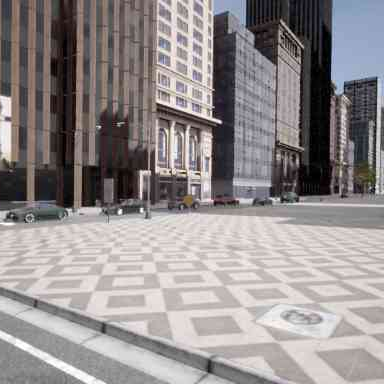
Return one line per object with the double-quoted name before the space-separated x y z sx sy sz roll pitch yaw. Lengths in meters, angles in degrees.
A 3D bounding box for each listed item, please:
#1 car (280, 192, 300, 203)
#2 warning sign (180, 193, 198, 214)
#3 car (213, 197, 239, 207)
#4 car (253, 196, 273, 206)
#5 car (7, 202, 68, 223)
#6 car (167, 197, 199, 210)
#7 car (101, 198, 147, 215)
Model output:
"car" 17.930 0.992 60.891 2.150 2.045 5.566 1 1 34
"warning sign" -0.255 1.077 30.676 1.300 1.860 1.060 1 1 35
"car" 4.955 1.395 48.044 1.895 1.301 4.718 1 1 36
"car" 10.847 1.350 50.887 1.812 1.442 4.674 1 1 35
"car" -11.459 1.470 24.919 1.994 1.385 4.181 1 1 35
"car" -1.002 1.340 39.689 1.837 1.490 4.892 1 1 35
"car" -6.448 1.377 31.996 1.837 1.490 4.892 1 1 35
